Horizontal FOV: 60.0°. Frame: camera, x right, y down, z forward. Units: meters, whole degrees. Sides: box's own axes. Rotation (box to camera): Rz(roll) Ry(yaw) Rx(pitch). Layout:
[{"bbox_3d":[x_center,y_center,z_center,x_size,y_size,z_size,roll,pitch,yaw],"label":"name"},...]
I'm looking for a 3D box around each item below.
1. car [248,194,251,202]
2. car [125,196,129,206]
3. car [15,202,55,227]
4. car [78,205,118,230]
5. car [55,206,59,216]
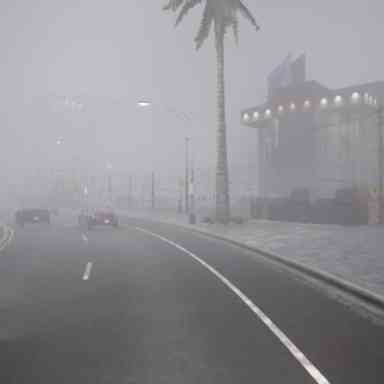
[{"bbox_3d":[9.208,1.403,51.824,4.674,1.452,2.002,0,0,43],"label":"car"},{"bbox_3d":[-10.846,1.358,54.815,4.553,1.767,2.185,0,0,43],"label":"car"},{"bbox_3d":[-11.500,1.563,23.882,1.882,1.535,5.008,0,0,-32],"label":"car"},{"bbox_3d":[-6.180,1.578,21.806,1.812,1.442,4.674,0,0,-29],"label":"car"},{"bbox_3d":[-14.920,1.677,33.078,1.994,1.385,4.181,0,0,-44],"label":"car"}]
